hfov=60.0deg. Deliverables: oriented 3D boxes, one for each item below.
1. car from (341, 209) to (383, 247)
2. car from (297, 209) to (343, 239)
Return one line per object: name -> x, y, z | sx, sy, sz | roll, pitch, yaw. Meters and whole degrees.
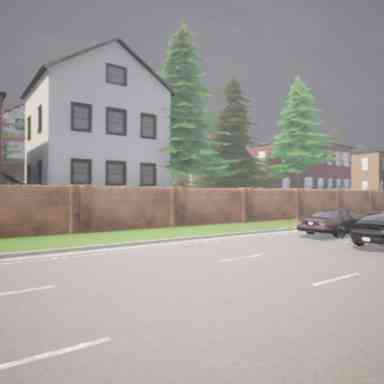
car -> 8.701, 1.575, 14.236 | 4.892, 1.490, 1.837 | 0, 0, -35
car -> 7.960, 1.624, 18.007 | 5.357, 1.411, 2.033 | 0, 0, -35
